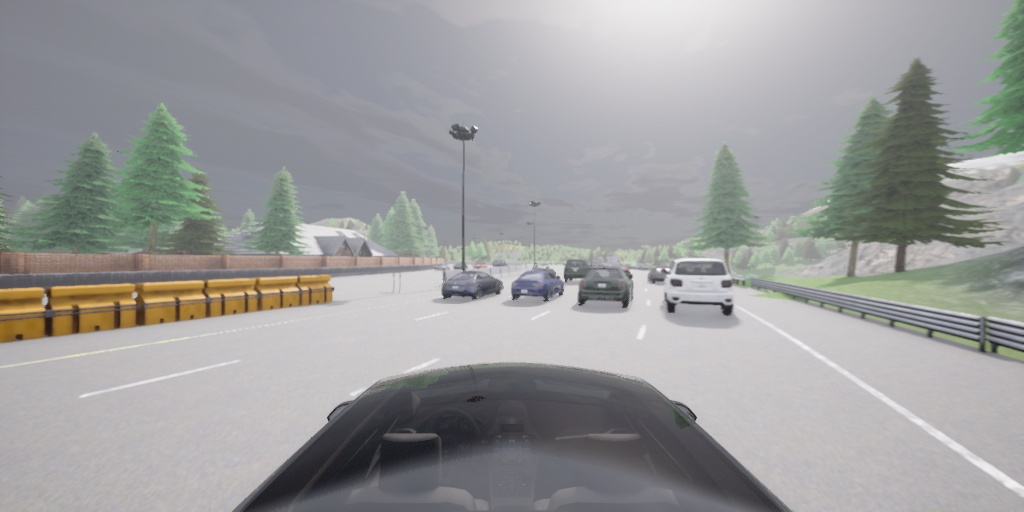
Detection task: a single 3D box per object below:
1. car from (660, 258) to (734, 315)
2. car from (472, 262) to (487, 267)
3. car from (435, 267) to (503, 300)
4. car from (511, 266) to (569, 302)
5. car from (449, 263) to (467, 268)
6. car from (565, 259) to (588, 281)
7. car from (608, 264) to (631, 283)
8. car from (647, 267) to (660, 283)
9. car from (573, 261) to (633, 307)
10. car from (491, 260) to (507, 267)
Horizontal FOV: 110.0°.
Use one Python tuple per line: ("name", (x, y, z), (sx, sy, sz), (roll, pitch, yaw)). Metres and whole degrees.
("car", (7.421, 1.108, 14.668), (2.150, 2.045, 5.566), (0, 0, 21))
("car", (-5.788, 1.791, 64.481), (2.097, 1.767, 4.553), (0, -1, 6))
("car", (-2.028, 1.509, 19.347), (1.994, 1.385, 4.181), (0, -1, 21))
("car", (1.392, 1.456, 18.480), (1.812, 1.442, 4.674), (0, 0, 21))
("car", (-9.292, 1.946, 64.442), (1.837, 1.490, 4.892), (0, -1, 7))
("car", (5.971, 1.301, 32.241), (2.150, 2.045, 5.566), (0, 0, 16))
("car", (9.784, 1.556, 32.865), (1.882, 1.535, 5.008), (0, 0, 16))
("car", (12.900, 1.619, 31.023), (1.994, 1.385, 4.181), (0, -1, 16))
("car", (4.472, 1.260, 16.748), (2.097, 1.767, 4.553), (0, -1, 21))
("car", (-2.267, 1.654, 64.286), (2.150, 2.045, 5.566), (0, -1, 6))
